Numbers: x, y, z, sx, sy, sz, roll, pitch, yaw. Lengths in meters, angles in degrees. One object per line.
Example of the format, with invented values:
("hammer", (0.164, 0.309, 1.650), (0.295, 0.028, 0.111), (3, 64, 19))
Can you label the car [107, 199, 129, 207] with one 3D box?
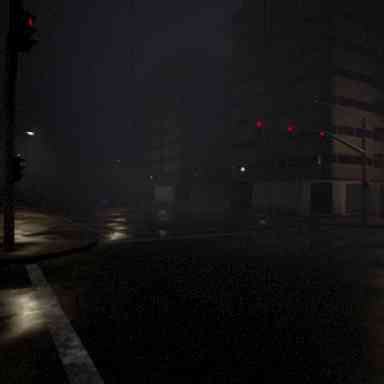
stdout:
("car", (-11.975, 1.819, 54.502), (1.895, 1.301, 4.718), (0, 0, -30))

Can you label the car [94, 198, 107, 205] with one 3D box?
("car", (-17.077, 1.789, 63.034), (2.033, 1.411, 5.357), (0, 0, -31))
